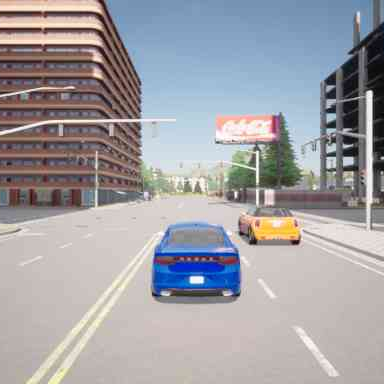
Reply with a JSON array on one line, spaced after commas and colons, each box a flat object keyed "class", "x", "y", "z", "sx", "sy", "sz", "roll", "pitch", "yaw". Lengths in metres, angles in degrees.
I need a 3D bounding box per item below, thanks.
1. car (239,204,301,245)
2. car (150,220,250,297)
[{"class": "car", "x": 3.473, "y": 1.352, "z": 15.728, "sx": 2.097, "sy": 1.767, "sz": 4.553, "roll": 0, "pitch": 0, "yaw": 0}, {"class": "car", "x": 0.085, "y": 1.478, "z": 8.639, "sx": 1.882, "sy": 1.535, "sz": 5.008, "roll": 0, "pitch": 0, "yaw": 0}]
